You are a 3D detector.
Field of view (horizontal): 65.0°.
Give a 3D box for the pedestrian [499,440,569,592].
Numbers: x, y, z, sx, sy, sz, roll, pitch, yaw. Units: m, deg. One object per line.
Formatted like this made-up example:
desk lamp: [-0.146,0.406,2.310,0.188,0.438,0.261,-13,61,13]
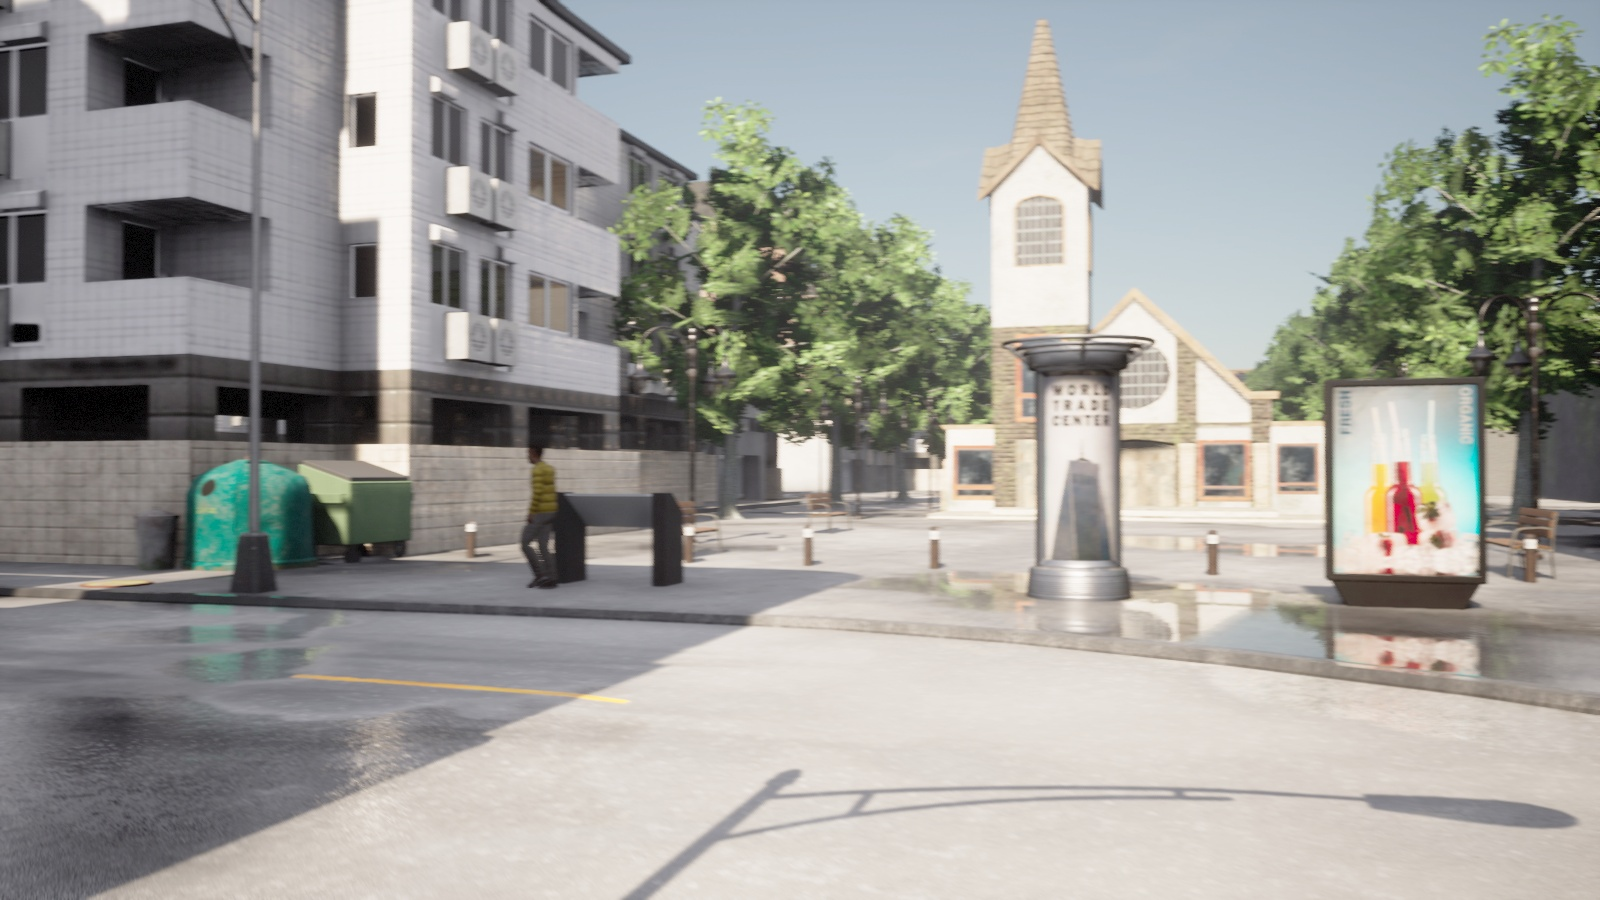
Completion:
pedestrian: [-3.274,0.806,15.473,0.709,1.840,0.431,-1,-1,17]
